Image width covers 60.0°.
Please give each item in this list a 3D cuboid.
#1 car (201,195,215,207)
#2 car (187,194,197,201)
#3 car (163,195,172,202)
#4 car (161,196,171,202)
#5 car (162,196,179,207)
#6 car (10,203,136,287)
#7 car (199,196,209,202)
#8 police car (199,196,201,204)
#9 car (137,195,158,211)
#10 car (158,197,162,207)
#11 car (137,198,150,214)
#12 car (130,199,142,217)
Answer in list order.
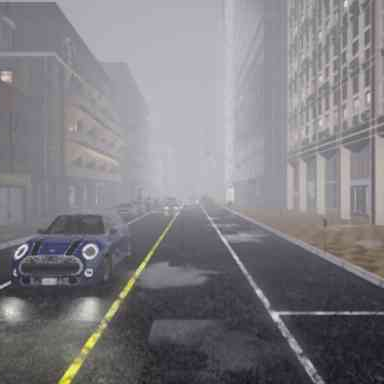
[{"bbox_3d":[2.683,1.515,51.136,1.752,1.417,4.829,0,0,0],"label":"car"},{"bbox_3d":[-0.011,1.345,79.654,1.837,1.490,4.892,0,0,0],"label":"car"},{"bbox_3d":[-5.702,1.523,79.037,1.752,1.417,4.829,0,0,0],"label":"car"},{"bbox_3d":[-5.702,1.561,73.558,1.947,1.339,4.313,0,0,0],"label":"car"},{"bbox_3d":[-3.086,1.515,50.615,1.812,1.442,4.674,0,0,0],"label":"car"},{"bbox_3d":[-3.101,1.346,9.450,2.097,1.767,4.553,0,0,0],"label":"car"},{"bbox_3d":[2.680,1.561,73.560,1.947,1.339,4.313,0,0,0],"label":"car"},{"bbox_3d":[2.358,1.416,61.883,1.930,1.638,5.238,0,0,0],"label":"police car"},{"bbox_3d":[-5.697,1.303,39.667,2.192,1.841,5.009,0,0,0],"label":"car"},{"bbox_3d":[-5.698,1.429,50.965,1.967,1.590,4.097,0,0,0],"label":"car"},{"bbox_3d":[-5.695,1.570,34.018,1.802,1.307,4.206,0,0,0],"label":"car"},{"bbox_3d":[-5.695,1.569,28.370,1.802,1.307,4.206,0,0,0],"label":"car"}]
